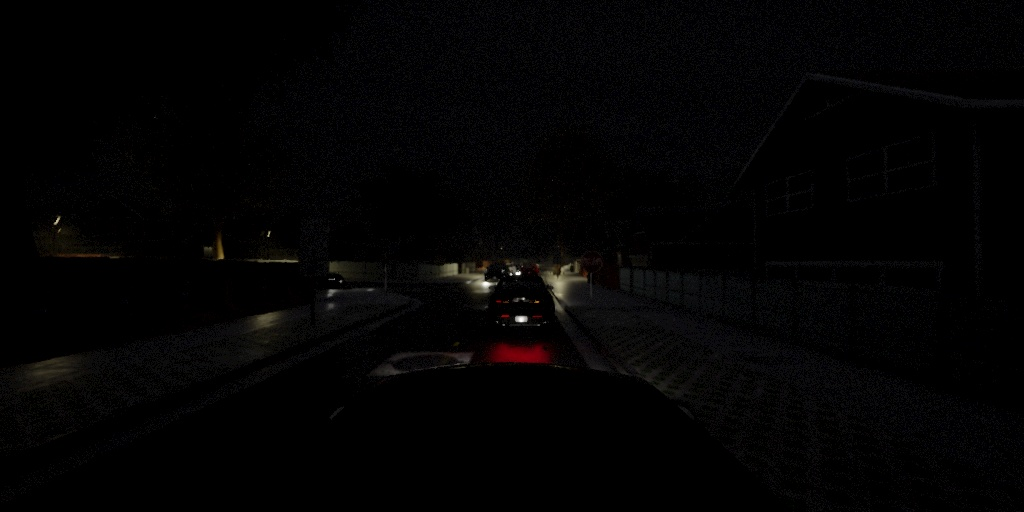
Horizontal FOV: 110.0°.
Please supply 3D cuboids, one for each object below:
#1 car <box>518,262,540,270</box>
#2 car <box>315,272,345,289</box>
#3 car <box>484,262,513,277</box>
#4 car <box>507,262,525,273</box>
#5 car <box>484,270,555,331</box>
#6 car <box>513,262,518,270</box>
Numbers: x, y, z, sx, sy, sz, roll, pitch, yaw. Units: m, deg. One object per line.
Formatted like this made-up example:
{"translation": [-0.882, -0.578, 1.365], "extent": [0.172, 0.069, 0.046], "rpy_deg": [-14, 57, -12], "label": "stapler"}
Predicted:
{"translation": [2.015, 1.566, 39.536], "extent": [1.882, 1.535, 5.008], "rpy_deg": [0, 0, 5], "label": "car"}
{"translation": [-12.641, 1.231, 21.579], "extent": [4.892, 1.490, 1.837], "rpy_deg": [1, -1, 3], "label": "car"}
{"translation": [-1.388, 1.420, 34.712], "extent": [2.097, 1.767, 4.553], "rpy_deg": [0, 0, 5], "label": "car"}
{"translation": [0.612, 1.632, 53.687], "extent": [2.128, 1.511, 4.902], "rpy_deg": [0, 0, 7], "label": "car"}
{"translation": [0.296, 1.362, 11.442], "extent": [1.837, 1.490, 4.892], "rpy_deg": [0, -1, 1], "label": "car"}
{"translation": [-0.556, 1.632, 43.620], "extent": [1.812, 1.442, 4.674], "rpy_deg": [0, 0, 6], "label": "car"}
